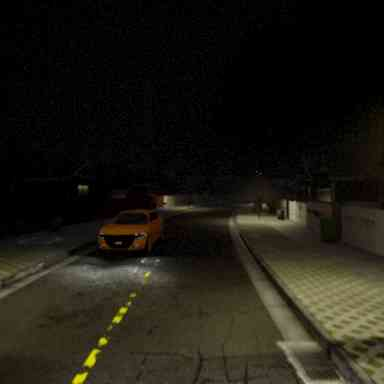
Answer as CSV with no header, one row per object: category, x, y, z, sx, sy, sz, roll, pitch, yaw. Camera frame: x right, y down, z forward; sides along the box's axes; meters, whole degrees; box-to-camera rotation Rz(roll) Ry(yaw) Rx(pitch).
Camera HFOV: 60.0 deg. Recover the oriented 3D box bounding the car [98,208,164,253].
car,-2.379,1.489,13.978,1.882,1.535,5.008,0,0,4
